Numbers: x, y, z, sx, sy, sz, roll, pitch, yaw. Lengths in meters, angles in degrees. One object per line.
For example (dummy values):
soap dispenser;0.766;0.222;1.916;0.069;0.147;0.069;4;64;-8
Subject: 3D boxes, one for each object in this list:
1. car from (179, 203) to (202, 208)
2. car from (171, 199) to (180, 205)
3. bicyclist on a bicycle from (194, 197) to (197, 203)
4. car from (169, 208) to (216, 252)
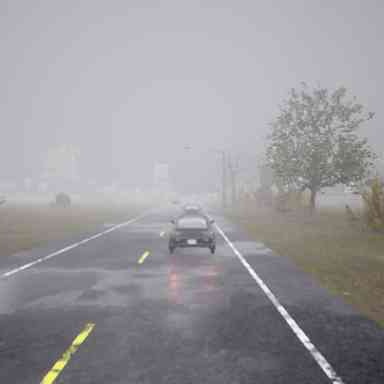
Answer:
car;0.021;1.785;29.383;1.812;1.442;4.674;0;0;0
car;-3.460;2.127;71.813;2.033;1.411;5.357;0;0;0
bicyclist on a bicycle;1.011;2.195;94.553;0.866;1.612;1.509;0;0;0
car;0.014;1.657;14.370;1.812;1.442;4.674;0;0;0
